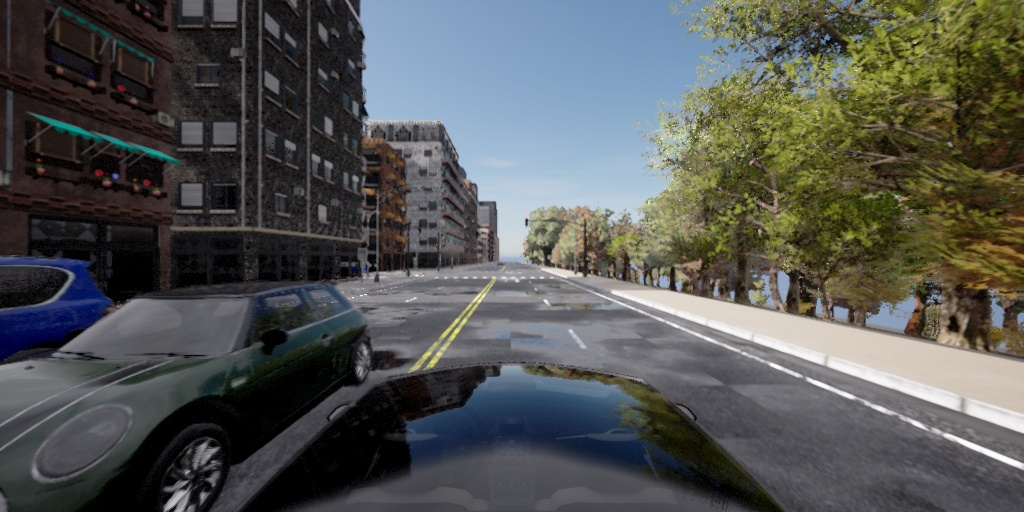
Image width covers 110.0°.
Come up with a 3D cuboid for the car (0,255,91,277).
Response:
[{"bbox_3d":[-6.602,0.982,2.723,2.150,2.045,5.566,0,-1,0],"label":"car"}]

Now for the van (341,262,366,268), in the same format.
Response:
[{"bbox_3d":[-22.827,1.782,51.064,3.998,1.789,1.690,0,0,-1],"label":"van"}]

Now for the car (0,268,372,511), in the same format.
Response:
[{"bbox_3d":[-3.355,1.121,4.028,2.097,1.767,4.553,0,0,0],"label":"car"}]

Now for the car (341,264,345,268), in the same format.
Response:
[{"bbox_3d":[-22.721,1.981,42.717,4.207,1.307,1.802,0,0,-1],"label":"car"}]
